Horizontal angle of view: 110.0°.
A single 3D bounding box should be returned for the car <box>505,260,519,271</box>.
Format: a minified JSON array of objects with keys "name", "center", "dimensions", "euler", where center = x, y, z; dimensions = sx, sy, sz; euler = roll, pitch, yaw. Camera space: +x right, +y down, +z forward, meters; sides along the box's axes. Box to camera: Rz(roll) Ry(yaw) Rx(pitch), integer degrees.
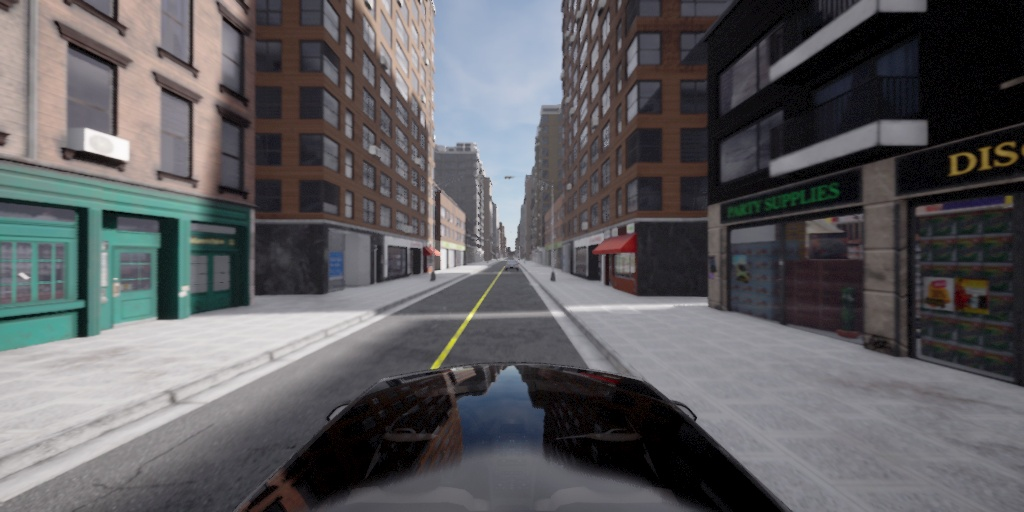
[{"name":"car","center":[-0.011,1.276,47.629],"dimensions":[2.033,1.411,5.357],"euler":[0,0,0]}]
